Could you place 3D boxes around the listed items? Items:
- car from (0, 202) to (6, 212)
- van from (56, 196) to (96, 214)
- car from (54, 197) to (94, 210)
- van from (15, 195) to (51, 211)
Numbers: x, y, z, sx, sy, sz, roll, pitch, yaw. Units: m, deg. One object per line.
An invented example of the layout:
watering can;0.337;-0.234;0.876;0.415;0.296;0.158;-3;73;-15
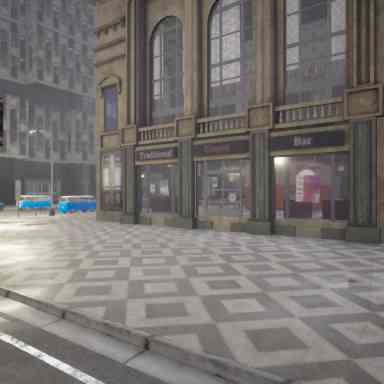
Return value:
car;-21.809;1.513;34.525;2.008;1.369;4.403;0;0;36
van;-11.606;1.282;34.129;1.690;1.788;3.998;0;0;36
car;-15.364;1.466;43.521;1.752;1.417;4.829;0;0;36
van;-18.537;1.292;39.092;1.690;1.788;3.998;0;0;36
